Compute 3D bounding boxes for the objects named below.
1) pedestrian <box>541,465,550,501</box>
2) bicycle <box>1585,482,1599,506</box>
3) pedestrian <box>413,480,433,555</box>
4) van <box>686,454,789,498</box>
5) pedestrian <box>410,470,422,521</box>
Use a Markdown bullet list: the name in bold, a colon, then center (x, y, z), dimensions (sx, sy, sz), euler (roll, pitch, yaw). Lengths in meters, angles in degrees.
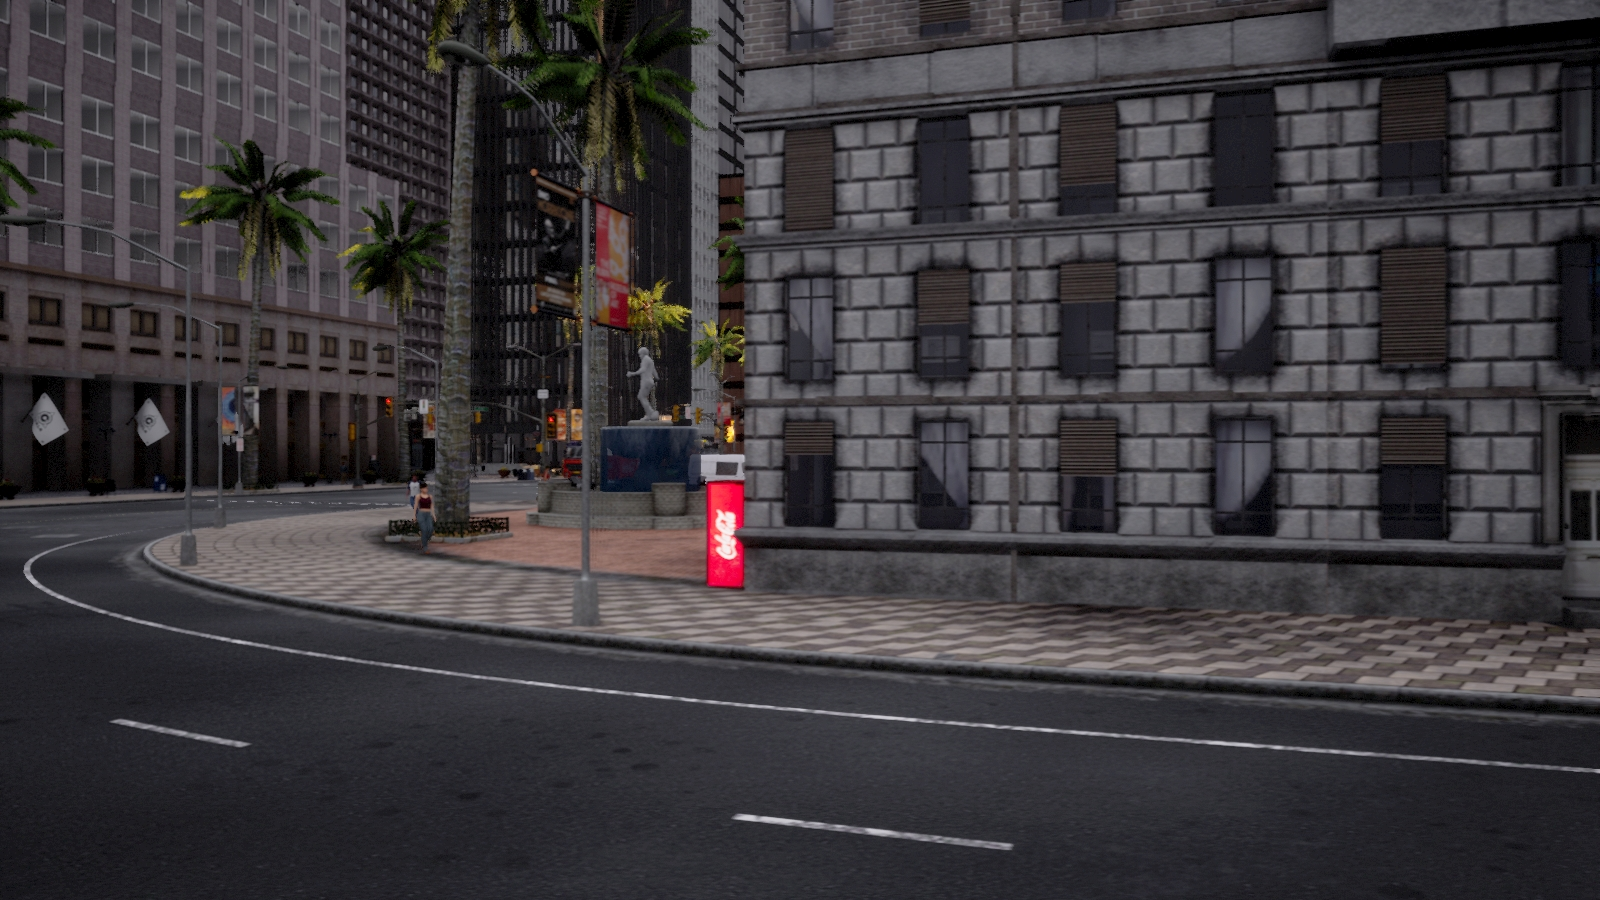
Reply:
- **pedestrian**: center (-13.176, 1.697, 59.164), dimensions (0.375, 1.860, 0.375), euler (0, 0, -31)
- **bicycle**: center (40.834, 2.242, 57.813), dimensions (0.329, 1.171, 1.835), euler (8, -5, -34)
- **pedestrian**: center (-9.557, 1.697, 28.962), dimensions (0.375, 1.860, 0.375), euler (0, 0, -44)
- **van**: center (-3.750, 1.535, 68.583), dimensions (5.915, 2.561, 1.988), euler (0, 0, 20)
- **pedestrian**: center (-14.326, 1.697, 42.635), dimensions (0.375, 1.860, 0.375), euler (0, 0, -5)
